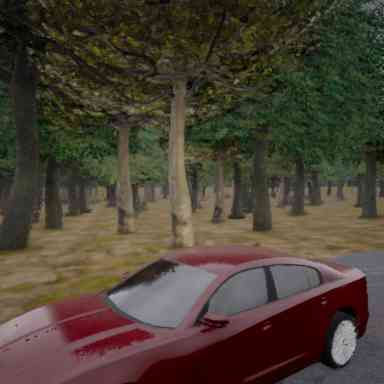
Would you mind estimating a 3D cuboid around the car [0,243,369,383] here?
[{"bbox_3d":[0.218,1.475,4.143,5.008,1.535,1.882,0,0,-35],"label":"car"}]
